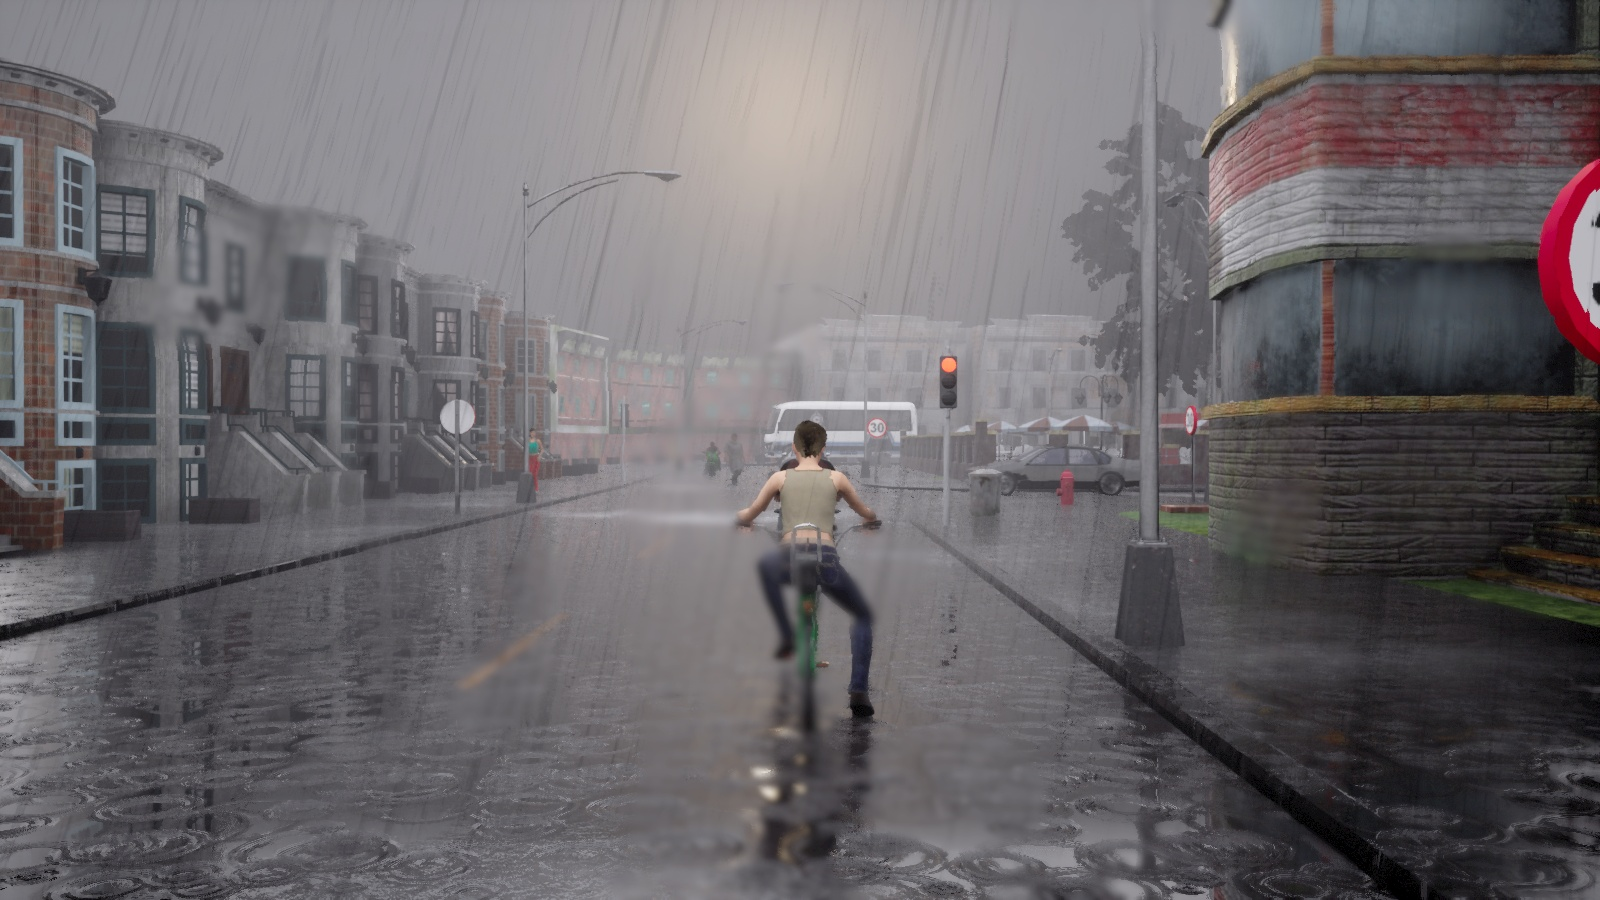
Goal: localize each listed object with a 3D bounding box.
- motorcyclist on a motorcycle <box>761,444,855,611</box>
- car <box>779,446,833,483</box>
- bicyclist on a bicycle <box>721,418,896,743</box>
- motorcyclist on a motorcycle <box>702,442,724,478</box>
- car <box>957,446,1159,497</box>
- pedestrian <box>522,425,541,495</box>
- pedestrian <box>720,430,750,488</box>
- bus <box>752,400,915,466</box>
[{"bbox_3d":[0.080,0.710,12.643,0.866,1.530,2.191,0,0,0],"label":"motorcyclist on a motorcycle"},{"bbox_3d":[0.244,0.533,49.236,1.994,1.385,4.181,0,0,0],"label":"car"},{"bbox_3d":[0.047,0.644,6.991,0.866,1.612,1.509,0,0,0],"label":"bicyclist on a bicycle"},{"bbox_3d":[-3.723,0.420,54.162,0.797,1.523,2.044,0,0,0],"label":"motorcyclist on a motorcycle"},{"bbox_3d":[7.298,0.597,35.943,5.357,1.411,2.033,0,0,0],"label":"car"},{"bbox_3d":[-7.179,0.261,33.616,0.345,1.836,0.594,0,0,5],"label":"pedestrian"},{"bbox_3d":[-2.223,0.295,43.188,0.659,1.952,0.873,0,0,-36],"label":"pedestrian"},{"bbox_3d":[2.167,-1.106,83.632,10.273,4.253,3.944,0,1,-10],"label":"bus"}]
